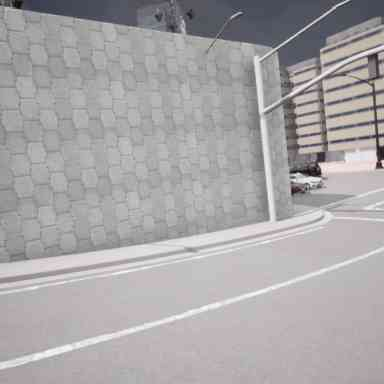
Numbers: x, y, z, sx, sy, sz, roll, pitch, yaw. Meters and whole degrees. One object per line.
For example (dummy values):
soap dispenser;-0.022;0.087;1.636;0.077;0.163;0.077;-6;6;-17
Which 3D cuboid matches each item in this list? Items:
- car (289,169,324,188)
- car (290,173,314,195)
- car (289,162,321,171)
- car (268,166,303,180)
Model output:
car;9.704;-0.975;30.497;1.812;1.442;4.674;-10;6;-35
car;7.351;-0.460;27.855;1.812;1.442;4.674;-10;6;-35
car;12.404;-2.344;38.939;2.150;2.045;5.566;-10;6;-35
car;12.550;-2.525;44.822;1.994;1.385;4.181;-10;6;-35
